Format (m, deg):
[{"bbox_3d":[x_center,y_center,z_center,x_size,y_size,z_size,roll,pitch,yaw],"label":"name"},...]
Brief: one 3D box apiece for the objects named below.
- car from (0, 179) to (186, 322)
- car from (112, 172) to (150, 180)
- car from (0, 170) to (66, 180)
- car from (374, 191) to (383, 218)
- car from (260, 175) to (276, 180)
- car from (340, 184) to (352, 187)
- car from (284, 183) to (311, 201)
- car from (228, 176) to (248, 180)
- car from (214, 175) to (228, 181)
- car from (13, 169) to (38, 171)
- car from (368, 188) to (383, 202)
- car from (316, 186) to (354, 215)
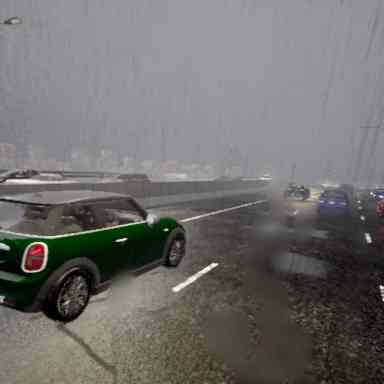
[{"bbox_3d":[-1.839,0.765,6.441,2.097,1.767,4.553,5,4,25],"label":"car"},{"bbox_3d":[-4.843,-0.677,24.917,2.097,1.767,4.553,5,4,26],"label":"car"},{"bbox_3d":[-9.961,-0.548,22.376,1.895,1.301,4.718,5,4,25],"label":"car"},{"bbox_3d":[12.424,0.890,20.205,1.895,1.301,4.718,5,4,26],"label":"car"},{"bbox_3d":[14.472,-2.209,63.552,2.150,2.045,5.566,5,4,27],"label":"car"},{"bbox_3d":[20.994,-0.398,45.392,1.812,1.442,4.674,5,4,26],"label":"car"},{"bbox_3d":[9.730,-0.080,30.545,2.128,1.511,4.902,5,4,26],"label":"car"},{"bbox_3d":[8.620,-2.112,59.850,1.837,1.490,4.892,5,4,27],"label":"car"},{"bbox_3d":[5.813,-2.446,62.008,1.882,1.535,5.008,5,4,27],"label":"car"},{"bbox_3d":[-12.695,-0.963,24.718,1.837,1.490,4.892,5,4,25],"label":"car"},{"bbox_3d":[18.790,0.335,33.226,1.994,1.385,4.181,5,4,26],"label":"car"},{"bbox_3d":[9.123,0.567,21.366,2.033,1.411,5.357,5,4,26],"label":"car"}]
